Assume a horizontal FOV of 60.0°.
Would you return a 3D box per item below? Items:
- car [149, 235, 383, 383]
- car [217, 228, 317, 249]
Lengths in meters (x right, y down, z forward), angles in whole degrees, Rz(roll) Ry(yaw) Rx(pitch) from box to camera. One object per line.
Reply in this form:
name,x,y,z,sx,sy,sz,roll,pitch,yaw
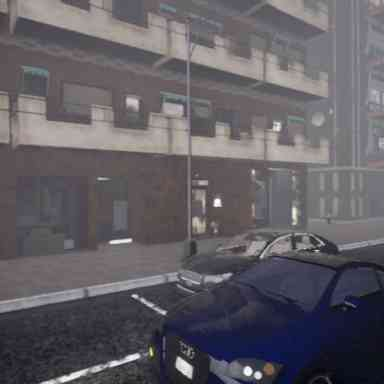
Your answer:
car,1.544,1.570,4.478,4.181,1.385,1.994,0,0,-35
car,1.724,1.561,7.798,4.403,1.369,2.008,0,-1,-35
